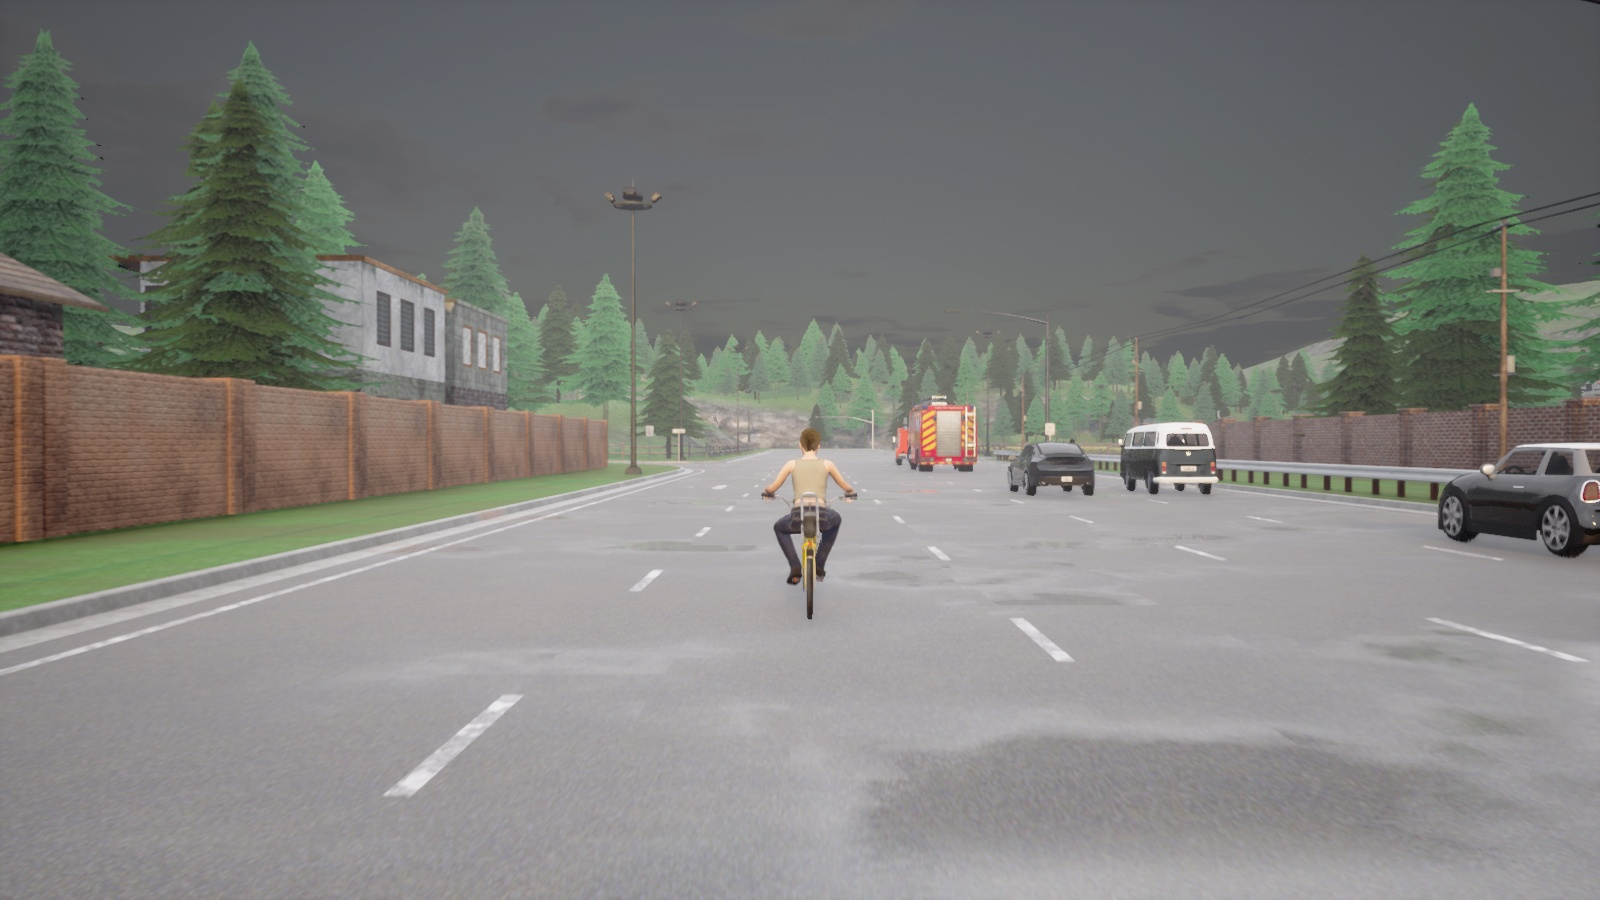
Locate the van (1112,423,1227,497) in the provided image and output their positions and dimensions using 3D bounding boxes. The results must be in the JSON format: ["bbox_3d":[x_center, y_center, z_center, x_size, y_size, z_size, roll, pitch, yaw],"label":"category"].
[{"bbox_3d":[10.725,0.252,36.773,2.069,2.038,4.480,0,0,0],"label":"van"}]

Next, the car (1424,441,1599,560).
[{"bbox_3d":[10.615,0.613,17.493,1.970,1.475,3.806,0,0,0],"label":"car"}]

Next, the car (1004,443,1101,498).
[{"bbox_3d":[7.222,0.533,36.365,1.837,1.490,4.892,0,0,0],"label":"car"}]

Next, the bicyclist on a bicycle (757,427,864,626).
[{"bbox_3d":[0.083,0.616,10.945,0.866,1.612,1.509,0,0,0],"label":"bicyclist on a bicycle"}]

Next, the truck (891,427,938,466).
[{"bbox_3d":[7.488,-0.240,82.686,2.627,2.467,5.204,0,1,0],"label":"truck"}]

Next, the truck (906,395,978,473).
[{"bbox_3d":[7.395,-0.822,66.608,2.891,3.827,8.468,0,0,0],"label":"truck"}]
